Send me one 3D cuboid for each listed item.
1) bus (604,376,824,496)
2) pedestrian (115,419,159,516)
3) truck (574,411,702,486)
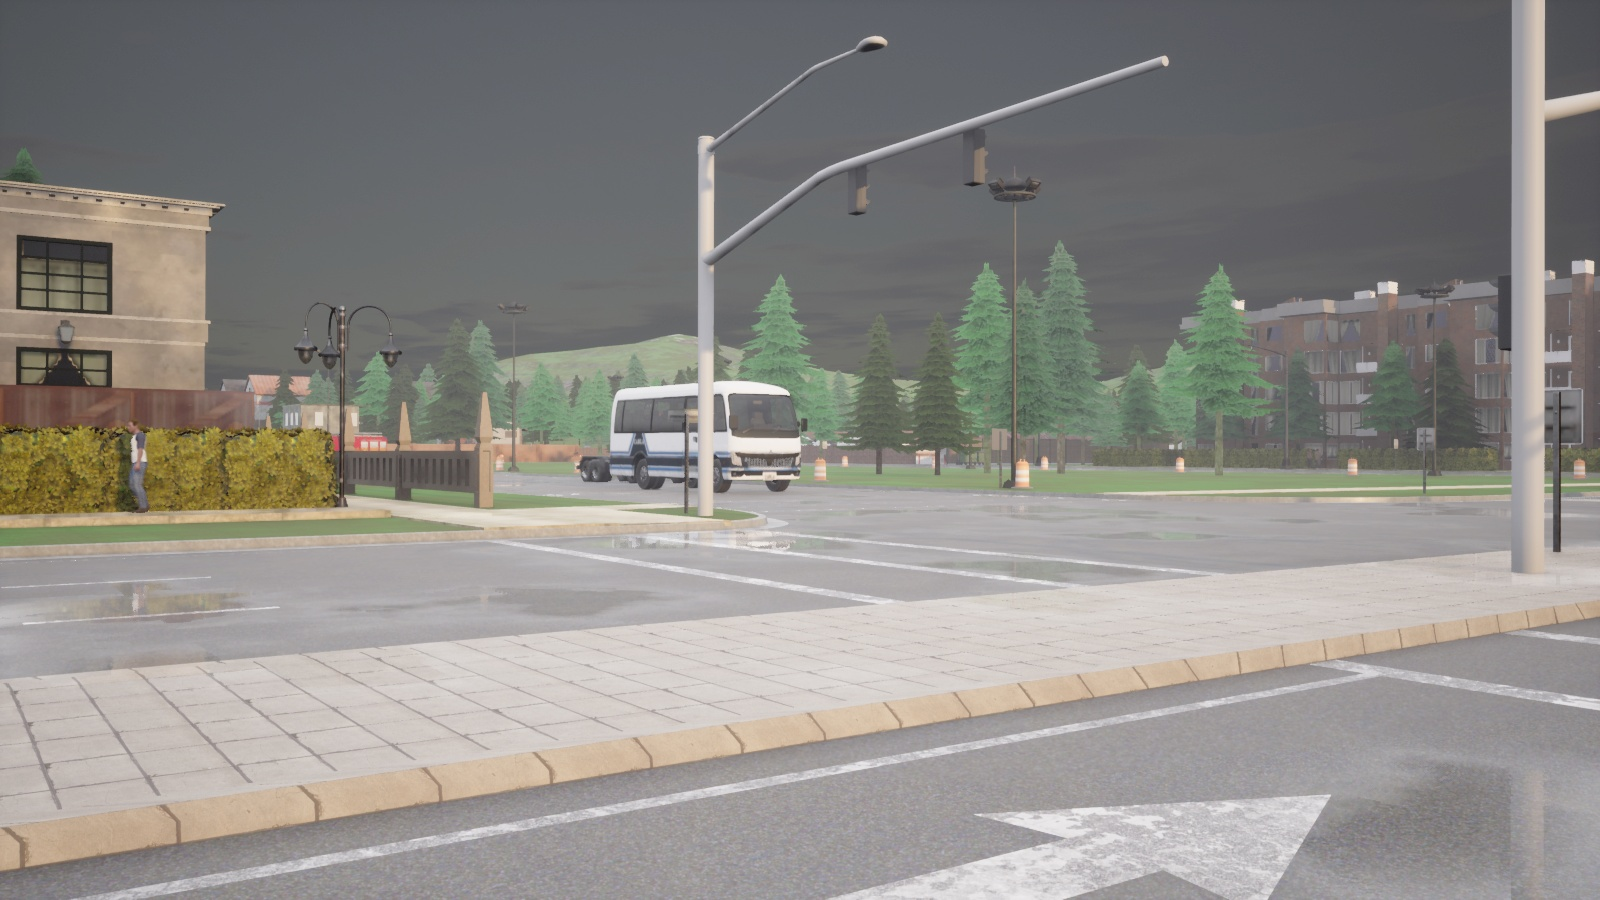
[{"bbox_3d":[-3.679,-0.502,49.841,3.944,4.253,10.273,0,0,-35],"label":"bus"},{"bbox_3d":[-12.781,0.336,24.200,0.706,1.836,0.354,0,0,-38],"label":"pedestrian"},{"bbox_3d":[-8.138,-0.068,62.146,2.891,3.462,7.936,0,0,-35],"label":"truck"}]
